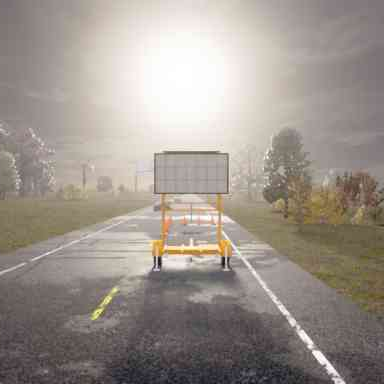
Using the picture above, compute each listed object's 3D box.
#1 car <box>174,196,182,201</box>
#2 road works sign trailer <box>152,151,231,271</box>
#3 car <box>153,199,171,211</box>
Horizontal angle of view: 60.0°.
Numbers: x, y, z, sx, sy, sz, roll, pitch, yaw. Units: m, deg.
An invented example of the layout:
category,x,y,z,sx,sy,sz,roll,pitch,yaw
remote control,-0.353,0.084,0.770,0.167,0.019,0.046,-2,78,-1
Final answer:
category,x,y,z,sx,sy,sz,roll,pitch,yaw
car,-3.626,1.612,84.505,2.033,1.411,5.357,0,0,0
road works sign trailer,-0.016,0.465,10.902,2.380,3.560,2.880,0,0,0
car,-3.661,1.544,41.120,1.812,1.442,4.674,0,0,0
